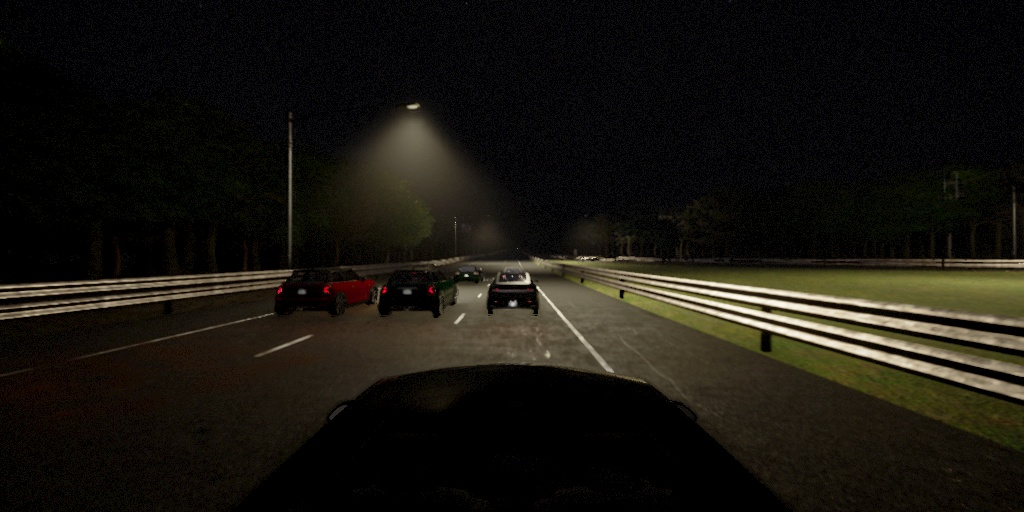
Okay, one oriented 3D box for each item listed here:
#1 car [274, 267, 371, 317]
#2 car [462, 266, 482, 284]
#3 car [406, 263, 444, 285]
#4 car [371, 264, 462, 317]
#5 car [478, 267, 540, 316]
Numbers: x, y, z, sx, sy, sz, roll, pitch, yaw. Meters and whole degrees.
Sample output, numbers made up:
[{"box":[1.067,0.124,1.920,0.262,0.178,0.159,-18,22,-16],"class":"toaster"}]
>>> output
[{"box":[-6.950,1.220,14.014,2.097,1.767,4.553,0,0,0],"class":"car"},{"box":[-3.446,1.476,29.281,1.994,1.385,4.181,0,0,1],"class":"car"},{"box":[-6.948,1.417,29.076,1.837,1.490,4.892,0,0,0],"class":"car"},{"box":[-3.452,1.221,14.003,2.097,1.767,4.553,0,0,1],"class":"car"},{"box":[0.049,1.362,14.071,2.128,1.511,4.902,0,0,0],"class":"car"}]
